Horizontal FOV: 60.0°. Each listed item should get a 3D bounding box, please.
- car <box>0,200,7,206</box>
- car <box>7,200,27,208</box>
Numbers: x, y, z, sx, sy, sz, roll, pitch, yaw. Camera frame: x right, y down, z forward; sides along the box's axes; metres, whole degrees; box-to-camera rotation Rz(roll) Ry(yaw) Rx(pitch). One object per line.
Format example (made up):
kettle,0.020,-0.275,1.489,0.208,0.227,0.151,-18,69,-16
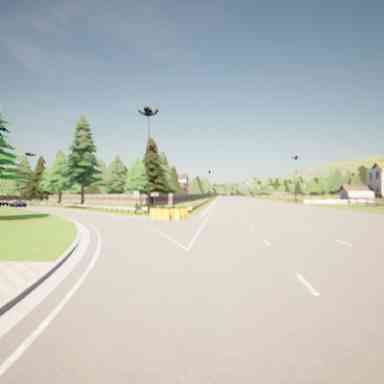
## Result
car,-40.233,2.385,70.804,1.895,1.301,4.718,0,-1,-45
car,-33.224,2.309,63.707,1.994,1.385,4.181,0,-1,-45
